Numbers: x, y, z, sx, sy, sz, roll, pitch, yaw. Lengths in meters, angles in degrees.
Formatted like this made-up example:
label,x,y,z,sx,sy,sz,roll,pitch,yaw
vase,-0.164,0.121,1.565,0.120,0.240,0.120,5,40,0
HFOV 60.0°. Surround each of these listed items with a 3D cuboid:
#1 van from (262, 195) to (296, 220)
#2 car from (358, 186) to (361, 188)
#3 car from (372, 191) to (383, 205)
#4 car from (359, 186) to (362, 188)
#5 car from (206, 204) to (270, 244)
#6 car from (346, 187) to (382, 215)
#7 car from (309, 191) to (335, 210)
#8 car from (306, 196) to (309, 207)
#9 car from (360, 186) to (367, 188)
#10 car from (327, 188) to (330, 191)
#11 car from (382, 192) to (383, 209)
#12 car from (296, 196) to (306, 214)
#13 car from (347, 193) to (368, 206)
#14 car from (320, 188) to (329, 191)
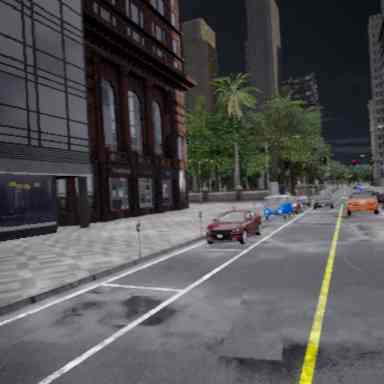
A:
label,x,y,z,sx,sy,sz,roll,pitch,yaw
van,6.626,1.148,25.592,1.690,1.788,3.998,-4,-1,25
car,36.918,-0.093,70.738,1.752,1.417,4.829,-4,-1,25
car,21.191,0.619,36.761,1.947,1.339,4.313,-4,-1,25
car,34.572,0.049,65.666,1.947,1.339,4.313,-4,-1,25
car,2.080,1.540,15.743,1.887,1.381,4.507,-4,-1,25
car,13.294,0.781,26.159,2.097,1.767,4.553,-3,0,25
car,13.425,0.985,33.829,1.837,1.490,4.892,-4,-1,25
car,13.478,1.103,40.360,1.802,1.307,4.206,-4,-1,25
car,32.295,0.147,60.748,1.947,1.339,4.313,-4,-1,25
car,29.128,0.293,74.186,1.967,1.590,4.097,-4,-1,25
car,16.618,0.559,26.918,2.192,1.841,5.009,-4,-1,25
car,8.911,1.152,30.515,1.967,1.590,4.097,-4,-1,25
car,18.581,0.809,37.536,1.895,1.301,4.718,-3,0,25
car,26.858,0.502,69.267,2.008,1.369,4.403,-4,-1,25
